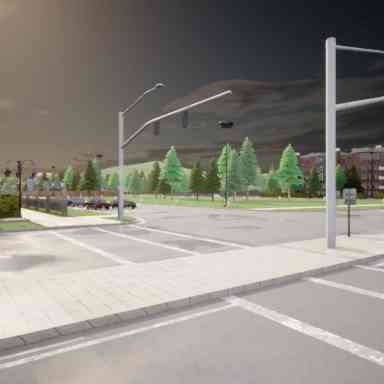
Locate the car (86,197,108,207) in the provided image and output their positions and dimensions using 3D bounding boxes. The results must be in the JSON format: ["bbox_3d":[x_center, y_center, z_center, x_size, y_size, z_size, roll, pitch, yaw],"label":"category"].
[{"bbox_3d":[-15.186,1.505,52.891,1.837,1.490,4.892,0,0,-36],"label":"car"}]

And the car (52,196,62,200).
[{"bbox_3d":[-23.423,1.505,58.317,1.837,1.490,4.892,0,0,-36],"label":"car"}]

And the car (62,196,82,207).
[{"bbox_3d":[-17.586,1.505,50.232,1.837,1.490,4.892,0,0,-36],"label":"car"}]

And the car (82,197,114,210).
[{"bbox_3d":[-12.176,1.601,42.789,1.895,1.301,4.718,0,0,-36],"label":"car"}]

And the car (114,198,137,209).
[{"bbox_3d":[-9.390,1.547,44.899,2.033,1.411,5.357,0,0,-36],"label":"car"}]

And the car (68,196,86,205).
[{"bbox_3d":[-21.285,1.478,61.356,1.882,1.535,5.008,0,0,-36],"label":"car"}]
